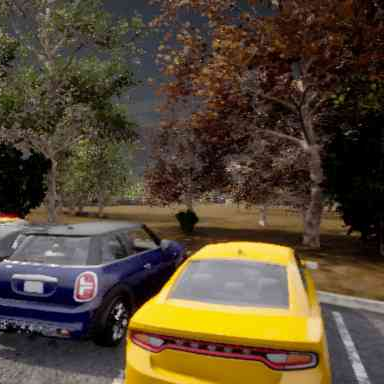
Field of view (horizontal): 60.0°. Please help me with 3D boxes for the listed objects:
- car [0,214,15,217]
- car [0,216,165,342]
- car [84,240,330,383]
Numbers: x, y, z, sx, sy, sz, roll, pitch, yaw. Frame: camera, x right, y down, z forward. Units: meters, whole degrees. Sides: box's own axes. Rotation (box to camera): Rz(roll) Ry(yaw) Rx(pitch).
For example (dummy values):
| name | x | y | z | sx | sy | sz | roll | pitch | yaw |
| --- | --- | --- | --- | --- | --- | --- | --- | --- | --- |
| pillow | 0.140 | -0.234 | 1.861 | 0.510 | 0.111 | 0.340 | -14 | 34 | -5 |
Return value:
| name | x | y | z | sx | sy | sz | roll | pitch | yaw |
| --- | --- | --- | --- | --- | --- | --- | --- | --- | --- |
| car | -6.417 | 1.479 | 10.005 | 1.946 | 1.575 | 5.366 | 1 | -1 | 17 |
| car | -1.594 | 1.360 | 6.640 | 2.185 | 1.767 | 4.553 | 0 | -1 | 16 |
| car | 0.810 | 1.487 | 4.919 | 2.097 | 1.535 | 5.008 | 0 | -1 | 16 |
